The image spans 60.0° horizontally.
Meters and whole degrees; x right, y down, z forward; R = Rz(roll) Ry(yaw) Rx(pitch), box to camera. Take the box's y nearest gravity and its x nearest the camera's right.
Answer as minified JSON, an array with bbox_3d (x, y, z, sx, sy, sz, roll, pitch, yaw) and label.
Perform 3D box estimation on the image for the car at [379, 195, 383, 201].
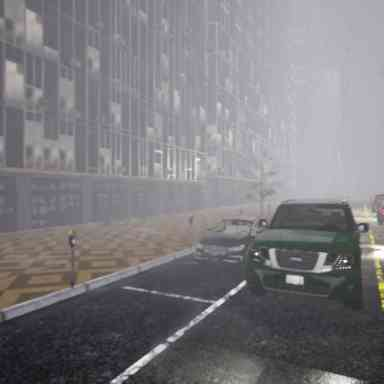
[{"bbox_3d":[45.465,1.463,78.586,1.947,1.339,4.313,0,0,27],"label":"car"}]

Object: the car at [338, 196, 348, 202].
[{"bbox_3d":[32.817,1.504,72.285,1.802,1.307,4.206,0,0,27],"label":"car"}]

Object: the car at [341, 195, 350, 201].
[{"bbox_3d":[38.011,1.441,82.416,1.887,1.381,4.507,0,0,27],"label":"car"}]

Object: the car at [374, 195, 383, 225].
[{"bbox_3d":[14.295,1.350,23.513,2.097,1.767,4.553,0,0,27],"label":"car"}]

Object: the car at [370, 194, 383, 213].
[{"bbox_3d":[20.886,1.206,36.372,2.150,2.045,5.566,0,0,26],"label":"car"}]

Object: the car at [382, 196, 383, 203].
[{"bbox_3d":[40.271,1.489,68.455,1.947,1.339,4.313,0,0,27],"label":"car"}]

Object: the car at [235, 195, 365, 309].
[{"bbox_3d":[3.105,1.225,8.439,2.150,2.045,5.566,0,0,27],"label":"car"}]

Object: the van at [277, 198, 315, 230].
[{"bbox_3d":[6.845,1.342,21.627,1.690,1.788,3.998,0,0,27],"label":"van"}]

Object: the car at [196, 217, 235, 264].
[{"bbox_3d":[1.651,1.555,11.496,2.008,1.369,4.403,0,0,27],"label":"car"}]
